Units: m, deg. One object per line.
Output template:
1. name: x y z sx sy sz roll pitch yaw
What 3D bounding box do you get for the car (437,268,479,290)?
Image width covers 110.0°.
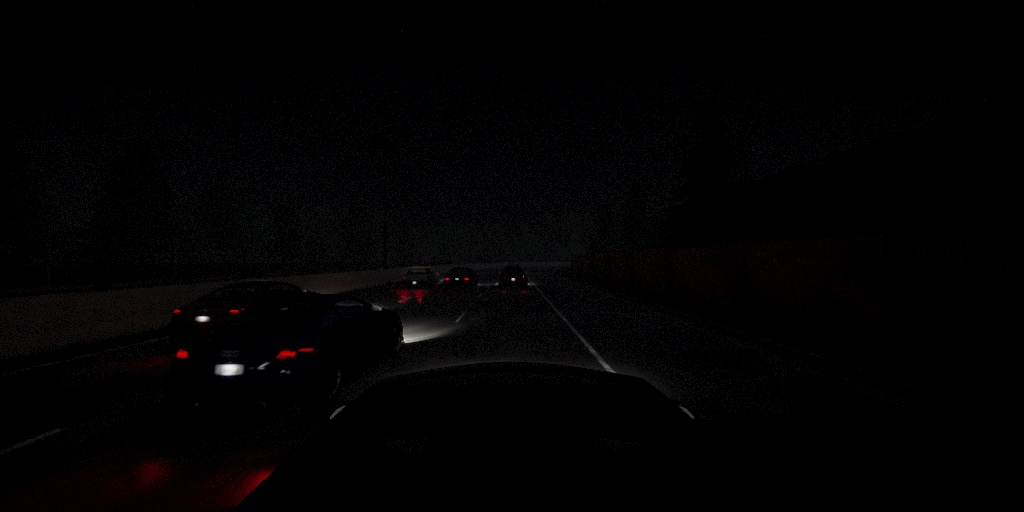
1. car: -3.424 1.519 24.773 2.033 1.411 5.357 0 -1 0

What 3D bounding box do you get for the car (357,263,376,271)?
1. car: -20.497 1.785 52.409 2.033 1.411 5.357 0 -1 6

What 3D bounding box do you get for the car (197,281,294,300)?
1. car: -6.909 1.394 10.012 1.994 1.385 4.181 0 -1 0

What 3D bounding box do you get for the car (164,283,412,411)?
1. car: -3.405 1.358 6.323 1.994 1.385 4.181 0 -1 0

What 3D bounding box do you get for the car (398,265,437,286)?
1. car: -6.928 1.599 27.603 1.895 1.301 4.718 0 -1 0

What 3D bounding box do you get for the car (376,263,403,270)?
1. car: -17.067 1.706 51.464 1.882 1.535 5.008 0 -1 5

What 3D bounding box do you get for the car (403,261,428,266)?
1. car: -13.503 1.586 52.036 2.097 1.767 4.553 0 -1 6

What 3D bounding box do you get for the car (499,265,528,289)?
1. car: 0.074 1.541 25.628 1.994 1.385 4.181 0 -1 0
